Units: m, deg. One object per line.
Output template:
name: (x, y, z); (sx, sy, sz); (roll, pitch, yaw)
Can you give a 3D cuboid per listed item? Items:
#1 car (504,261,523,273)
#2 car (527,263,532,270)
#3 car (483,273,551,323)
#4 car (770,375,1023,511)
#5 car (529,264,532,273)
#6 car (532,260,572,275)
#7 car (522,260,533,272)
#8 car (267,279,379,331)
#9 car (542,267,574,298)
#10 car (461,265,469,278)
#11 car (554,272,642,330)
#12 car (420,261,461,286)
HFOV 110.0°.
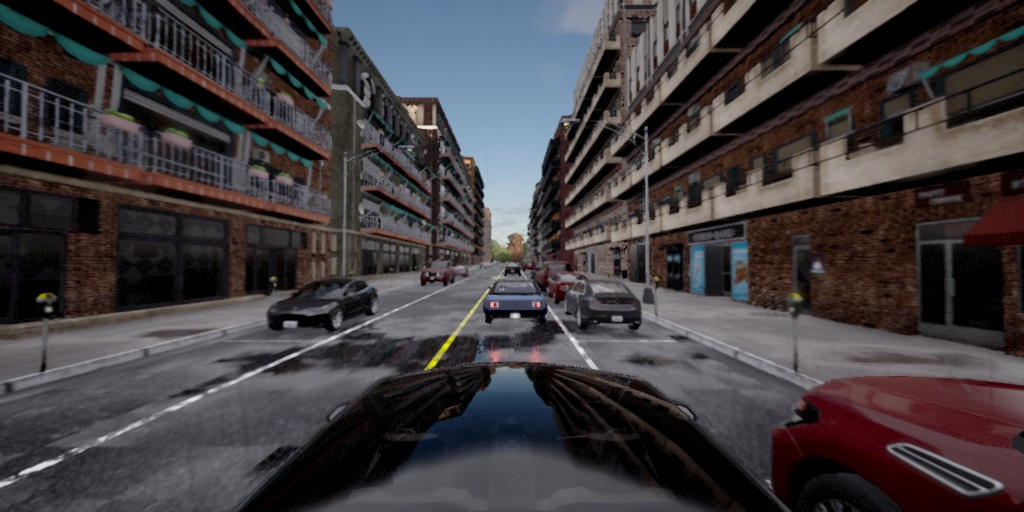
car: (0.088, 1.612, 44.041); (1.882, 1.535, 5.008); (0, 0, 0)
car: (2.682, 1.604, 33.622); (1.948, 1.339, 4.313); (0, 0, 0)
car: (0.097, 1.448, 12.529); (1.895, 1.301, 4.718); (0, 0, 0)
car: (2.692, 1.051, 0.216); (2.192, 1.841, 5.009); (0, 0, 0)
car: (2.683, 1.538, 28.055); (2.007, 1.370, 4.403); (0, 0, 0)
car: (2.685, 1.252, 22.486); (2.192, 1.841, 5.009); (0, 0, 0)
car: (2.675, 1.558, 55.893); (2.192, 1.841, 5.009); (0, 0, 0)
car: (-5.692, 1.403, 11.383); (1.948, 1.339, 4.313); (0, 0, 0)
car: (2.687, 1.432, 16.919); (1.888, 1.381, 4.507); (0, 0, 0)
car: (-5.701, 1.672, 39.221); (1.802, 1.307, 4.207); (0, 0, 0)
car: (2.689, 1.387, 11.352); (2.007, 1.370, 4.403); (0, 0, 0)
car: (-5.698, 1.303, 28.085); (2.192, 1.841, 5.009); (0, 0, 0)
